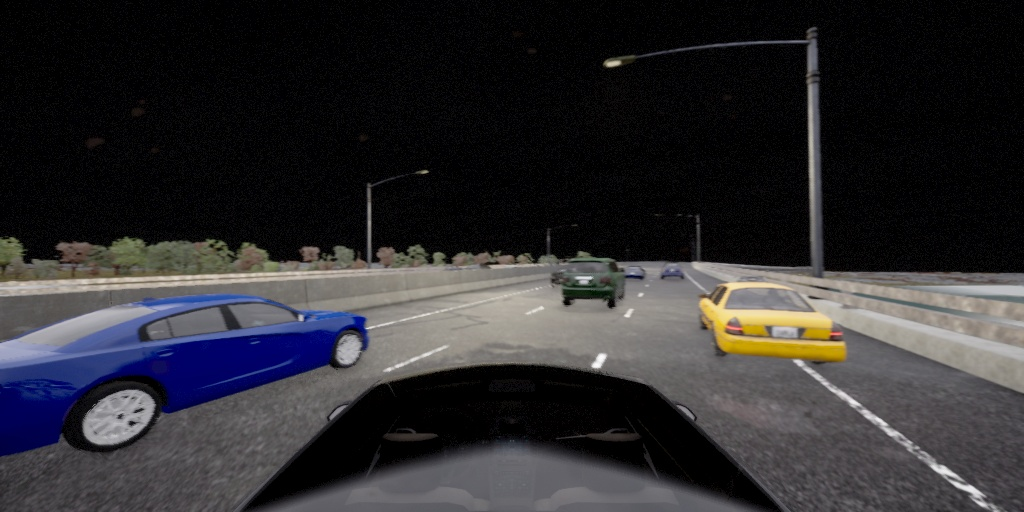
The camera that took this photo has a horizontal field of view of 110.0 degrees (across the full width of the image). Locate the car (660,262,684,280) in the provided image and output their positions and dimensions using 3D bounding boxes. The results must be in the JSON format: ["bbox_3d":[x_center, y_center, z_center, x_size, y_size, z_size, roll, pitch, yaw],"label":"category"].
[{"bbox_3d":[15.991,1.390,35.797,2.097,1.767,4.553,-1,-1,24],"label":"car"}]

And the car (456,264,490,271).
[{"bbox_3d":[-4.234,1.704,42.397,2.097,1.767,4.553,-1,-1,24],"label":"car"}]

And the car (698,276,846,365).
[{"bbox_3d":[5.407,1.231,8.178,1.801,1.575,5.366,-1,-1,23],"label":"car"}]

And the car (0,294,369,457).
[{"bbox_3d":[-4.494,1.327,5.513,1.882,1.535,5.008,-1,-1,22],"label":"car"}]

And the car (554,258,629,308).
[{"bbox_3d":[3.854,1.126,16.425,2.150,2.045,5.566,-1,-1,23],"label":"car"}]

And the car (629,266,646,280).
[{"bbox_3d":[12.358,1.646,36.175,1.994,1.385,4.181,-1,-1,24],"label":"car"}]

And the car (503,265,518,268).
[{"bbox_3d":[-0.220,1.840,42.837,1.812,1.442,4.674,-1,-1,24],"label":"car"}]

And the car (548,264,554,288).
[{"bbox_3d":[4.301,1.513,26.386,1.882,1.535,5.008,-1,-1,23],"label":"car"}]

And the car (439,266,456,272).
[{"bbox_3d":[-7.337,1.973,44.027,1.994,1.385,4.181,-1,-1,24],"label":"car"}]
